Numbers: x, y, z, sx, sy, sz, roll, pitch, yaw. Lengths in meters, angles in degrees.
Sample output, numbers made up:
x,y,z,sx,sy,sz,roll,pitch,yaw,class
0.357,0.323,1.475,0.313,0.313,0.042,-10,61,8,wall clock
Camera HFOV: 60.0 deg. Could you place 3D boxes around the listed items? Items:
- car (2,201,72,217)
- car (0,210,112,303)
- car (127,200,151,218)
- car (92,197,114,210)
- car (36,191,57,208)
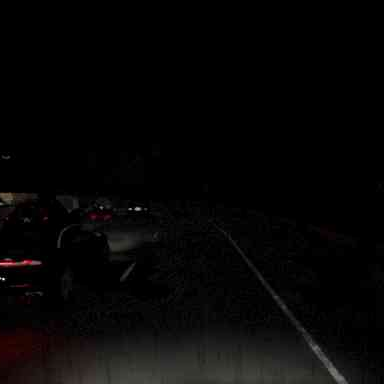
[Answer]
x,y,z,sx,sy,sz,roll,pitch,yaw,class
-7.037,1.238,16.065,2.097,1.767,4.553,0,0,-2,car
-3.398,1.434,8.035,2.128,1.511,4.902,0,0,0,car
-4.505,1.348,28.060,2.033,1.411,5.357,0,0,-8,car
-9.186,1.282,34.345,1.812,1.442,4.674,0,0,-11,car
-19.252,0.905,44.237,2.150,2.045,5.566,0,1,-19,car
